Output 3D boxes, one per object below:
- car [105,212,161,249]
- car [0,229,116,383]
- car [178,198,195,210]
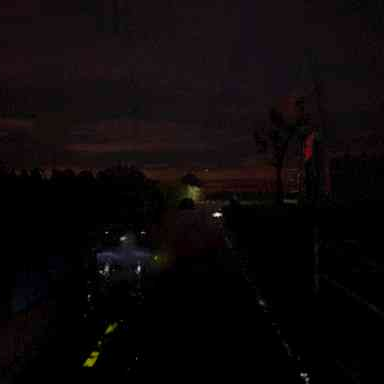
[{"bbox_3d":[-2.528,1.598,14.644,1.994,1.385,4.181,0,0,2],"label":"car"},{"bbox_3d":[-2.782,1.557,4.577,2.033,1.411,5.357,0,0,1],"label":"car"},{"bbox_3d":[-0.636,1.578,44.363,1.882,1.535,5.008,0,0,6],"label":"car"}]
